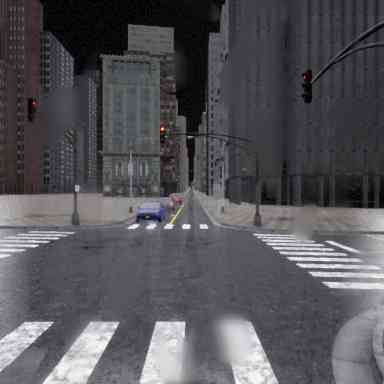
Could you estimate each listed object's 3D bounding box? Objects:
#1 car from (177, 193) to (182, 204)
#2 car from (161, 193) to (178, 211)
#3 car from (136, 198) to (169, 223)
[{"bbox_3d":[-3.004,1.227,62.728,2.150,2.045,5.566,0,0,0],"label":"car"},{"bbox_3d":[-3.095,1.350,40.016,2.097,1.767,4.553,0,0,0],"label":"car"},{"bbox_3d":[-3.097,1.476,25.594,1.882,1.535,5.008,0,0,0],"label":"car"}]
